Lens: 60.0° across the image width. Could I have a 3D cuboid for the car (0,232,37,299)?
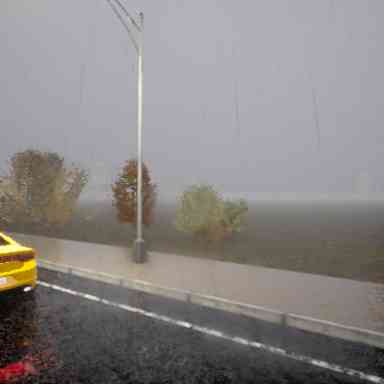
[{"bbox_3d":[-5.509,1.475,7.485,5.008,1.535,1.882,0,0,35],"label":"car"}]
